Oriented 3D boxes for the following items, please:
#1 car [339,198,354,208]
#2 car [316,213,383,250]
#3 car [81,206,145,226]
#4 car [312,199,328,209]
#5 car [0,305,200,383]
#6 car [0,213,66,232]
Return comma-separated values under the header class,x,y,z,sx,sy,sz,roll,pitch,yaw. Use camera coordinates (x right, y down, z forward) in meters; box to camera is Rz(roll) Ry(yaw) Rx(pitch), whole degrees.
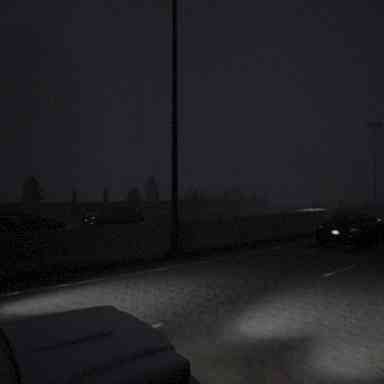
class,x,y,z,sx,sy,sz,roll,pitch,yaw
car,23.142,1.671,50.024,2.128,1.511,4.902,0,0,24
car,7.274,1.618,14.884,4.181,1.385,1.994,0,0,-44
car,-5.280,1.643,22.523,4.181,1.385,1.994,0,0,-42
car,18.859,1.701,49.199,1.812,1.442,4.674,0,0,26
car,-2.265,1.609,2.266,4.718,1.301,1.895,0,0,-35
car,-7.063,1.533,12.036,4.902,1.511,2.128,0,0,-37
